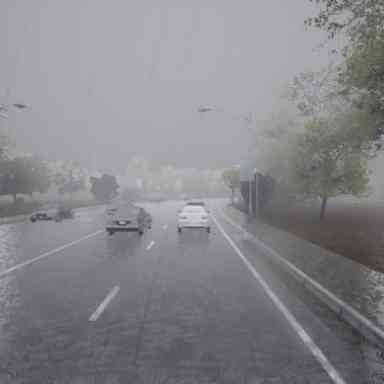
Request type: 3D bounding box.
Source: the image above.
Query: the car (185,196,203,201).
[{"bbox_3d":[0.516,1.477,37.768,1.882,1.535,5.008,0,0,2],"label":"car"}]

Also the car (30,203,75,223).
[{"bbox_3d":[-10.511,1.561,25.231,1.994,1.385,4.181,0,0,1],"label":"car"}]

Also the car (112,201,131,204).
[{"bbox_3d":[-6.886,1.544,32.472,2.033,1.411,5.357,0,0,2],"label":"car"}]

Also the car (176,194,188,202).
[{"bbox_3d":[-1.945,1.241,73.078,2.097,1.767,4.553,0,0,14],"label":"car"}]

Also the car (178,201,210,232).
[{"bbox_3d":[0.124,1.524,19.977,1.812,1.442,4.674,0,0,0],"label":"car"}]

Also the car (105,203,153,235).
[{"bbox_3d":[-3.386,1.546,18.696,2.033,1.411,5.357,0,0,0],"label":"car"}]

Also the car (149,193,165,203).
[{"bbox_3d":[-6.943,1.273,66.751,2.150,2.045,5.566,0,0,11],"label":"car"}]
